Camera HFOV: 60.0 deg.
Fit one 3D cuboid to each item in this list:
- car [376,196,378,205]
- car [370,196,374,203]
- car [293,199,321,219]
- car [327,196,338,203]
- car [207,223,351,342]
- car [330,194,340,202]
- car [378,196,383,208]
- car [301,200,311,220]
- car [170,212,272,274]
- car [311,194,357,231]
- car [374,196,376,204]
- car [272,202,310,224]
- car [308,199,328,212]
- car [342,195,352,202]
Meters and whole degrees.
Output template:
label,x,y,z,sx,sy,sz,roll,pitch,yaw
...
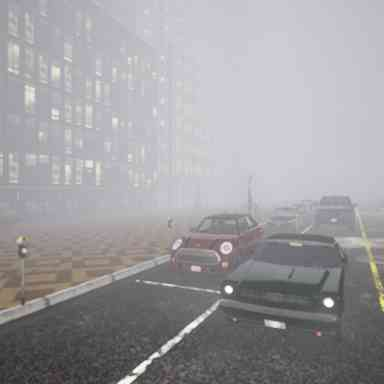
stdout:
label,x,y,z,sx,sy,sz,roll,pitch,yaw
car,30.106,1.535,51.643,1.752,1.417,4.829,0,0,26
car,37.206,1.572,66.426,1.887,1.381,4.507,0,0,26
car,10.521,1.440,30.229,1.967,1.590,4.097,0,0,26
car,29.653,1.597,70.056,1.947,1.339,4.313,0,0,26
car,2.143,1.599,6.791,1.895,1.301,4.718,0,0,26
car,34.434,1.360,80.013,2.192,1.841,5.009,0,0,26
car,27.641,1.571,46.513,1.947,1.339,4.313,0,0,26
car,8.130,1.550,25.250,2.008,1.369,4.403,0,0,26
car,0.956,1.439,10.316,1.967,1.590,4.097,0,0,26
car,9.088,1.220,21.026,2.150,2.045,5.566,0,0,26
car,32.497,1.541,56.623,1.752,1.417,4.829,0,0,26
car,5.738,1.549,20.271,2.008,1.369,4.403,0,0,26
car,15.304,1.568,40.185,1.947,1.339,4.313,0,0,26
car,33.384,1.365,71.603,1.882,1.535,5.008,0,0,26
